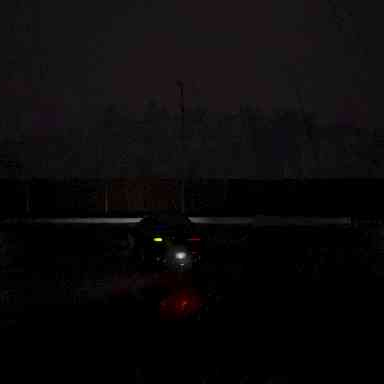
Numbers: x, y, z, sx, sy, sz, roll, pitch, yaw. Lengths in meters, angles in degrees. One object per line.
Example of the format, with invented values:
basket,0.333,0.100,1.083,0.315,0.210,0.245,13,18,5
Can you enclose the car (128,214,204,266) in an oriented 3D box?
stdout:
car,-1.024,1.518,11.680,1.837,1.490,4.892,2,0,-17
